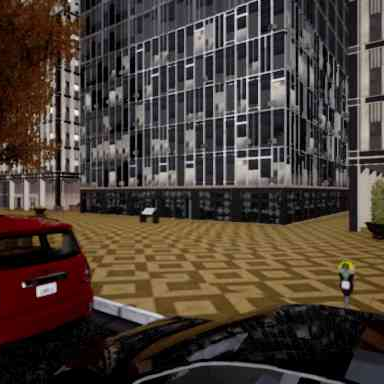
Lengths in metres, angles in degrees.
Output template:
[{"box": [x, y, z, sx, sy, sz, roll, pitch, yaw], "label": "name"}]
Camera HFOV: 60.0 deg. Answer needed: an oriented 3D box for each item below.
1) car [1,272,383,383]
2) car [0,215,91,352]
[{"box": [0.716, 1.565, 2.368, 4.313, 1.339, 1.947, 0, 0, 36], "label": "car"}, {"box": [-3.774, 1.311, 5.584, 5.009, 1.841, 2.192, 0, 0, 36], "label": "car"}]
